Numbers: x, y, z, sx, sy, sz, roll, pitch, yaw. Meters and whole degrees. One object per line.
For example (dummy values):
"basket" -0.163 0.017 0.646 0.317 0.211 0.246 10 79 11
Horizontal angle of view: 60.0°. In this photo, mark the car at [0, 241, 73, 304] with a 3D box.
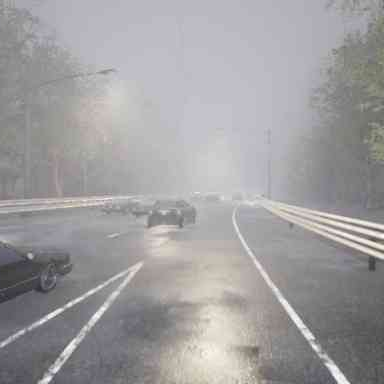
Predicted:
"car" -4.314 1.483 5.788 2.033 1.411 5.357 0 0 12

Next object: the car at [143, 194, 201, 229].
"car" -1.080 1.187 20.424 2.097 1.767 4.553 0 1 12

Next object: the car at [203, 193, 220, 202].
"car" 3.757 0.978 58.553 1.882 1.535 5.008 1 1 12

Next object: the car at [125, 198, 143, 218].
"car" -3.184 1.307 27.115 2.033 1.411 5.357 1 1 12

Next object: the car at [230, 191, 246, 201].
"car" 9.337 0.998 67.593 2.033 1.411 5.357 1 1 12

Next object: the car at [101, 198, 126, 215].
"car" -6.173 1.254 29.823 2.033 1.411 5.357 1 1 12

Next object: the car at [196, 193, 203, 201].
"car" 1.160 0.983 63.022 2.033 1.411 5.357 1 1 12
